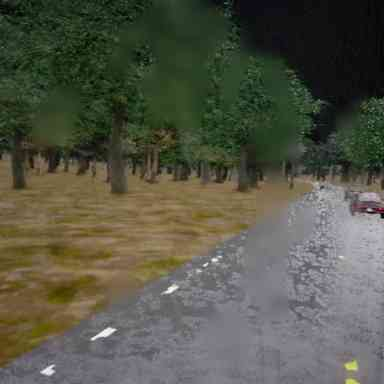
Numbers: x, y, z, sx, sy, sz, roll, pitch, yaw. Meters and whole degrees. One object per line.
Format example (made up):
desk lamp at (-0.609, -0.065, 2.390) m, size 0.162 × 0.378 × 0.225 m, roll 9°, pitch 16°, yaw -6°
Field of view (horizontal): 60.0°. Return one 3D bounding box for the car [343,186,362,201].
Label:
car at (16.870, 0.153, 34.527) m, size 2.128 × 1.511 × 4.902 m, roll 4°, pitch 4°, yaw 23°

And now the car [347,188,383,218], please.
car at (11.171, 0.749, 21.273) m, size 1.812 × 1.442 × 4.674 m, roll 4°, pitch 4°, yaw 23°

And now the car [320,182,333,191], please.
car at (23.597, -1.052, 58.576) m, size 1.837 × 1.490 × 4.892 m, roll 4°, pitch 4°, yaw 21°
